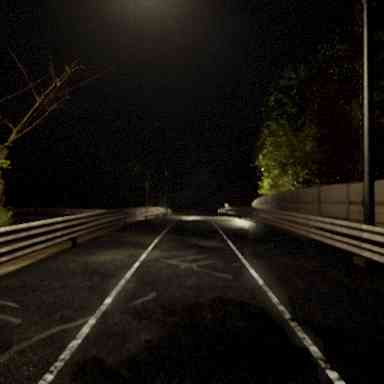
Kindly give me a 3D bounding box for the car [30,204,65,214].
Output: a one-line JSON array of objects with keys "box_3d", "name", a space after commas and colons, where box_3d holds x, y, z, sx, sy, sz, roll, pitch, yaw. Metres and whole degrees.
[{"box_3d": [-24.861, 3.095, 57.224, 5.566, 2.045, 2.150, 3, -5, -36], "name": "car"}]
